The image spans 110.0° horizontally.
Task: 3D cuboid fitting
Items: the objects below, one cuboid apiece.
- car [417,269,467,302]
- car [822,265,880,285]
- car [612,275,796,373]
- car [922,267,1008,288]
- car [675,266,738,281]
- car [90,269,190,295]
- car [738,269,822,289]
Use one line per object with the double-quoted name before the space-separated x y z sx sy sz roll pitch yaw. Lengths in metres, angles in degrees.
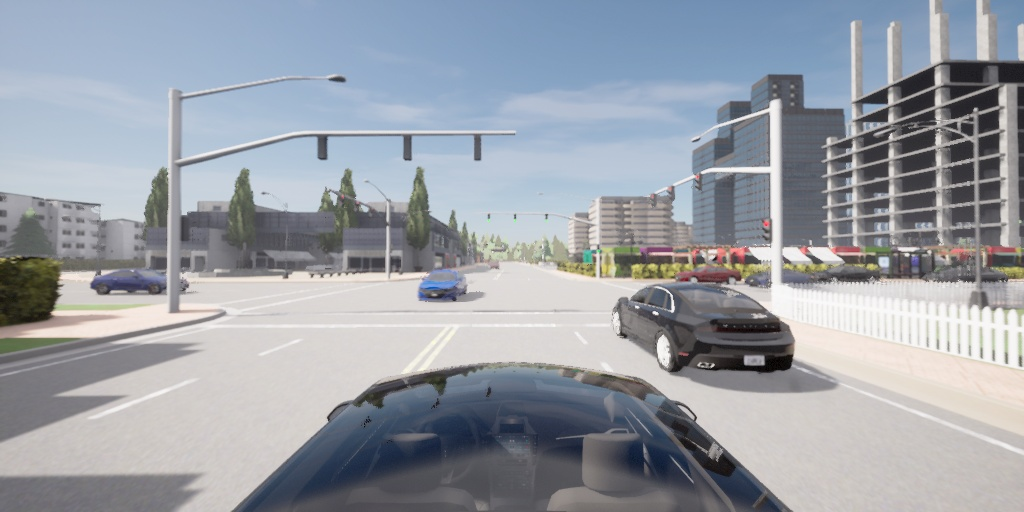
"car" -3.498 1.471 18.660 1.882 1.535 5.008 0 0 0
"car" 27.106 1.542 29.387 5.008 1.535 1.882 0 -1 -1
"car" 3.588 1.323 7.718 1.837 1.490 4.892 0 -1 0
"car" 32.816 1.529 26.027 4.892 1.490 1.837 0 -1 -1
"car" 15.852 1.539 29.106 5.008 1.535 1.882 0 -1 -1
"car" -21.758 1.499 21.051 4.674 1.442 1.812 0 -1 -2
"car" 19.110 1.586 25.686 4.181 1.385 1.994 0 -1 -1
